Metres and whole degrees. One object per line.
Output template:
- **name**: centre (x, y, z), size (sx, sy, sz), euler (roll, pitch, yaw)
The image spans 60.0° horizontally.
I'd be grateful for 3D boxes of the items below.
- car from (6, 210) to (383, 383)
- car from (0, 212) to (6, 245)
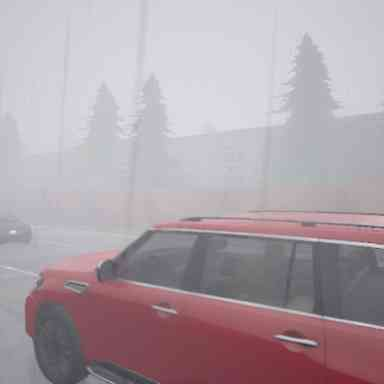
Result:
- **car**: centre (0.450, 1.228, 3.670), size (5.566, 2.045, 2.150), euler (0, 0, 36)
- **car**: centre (-8.881, 1.588, 14.649), size (4.181, 1.385, 1.994), euler (0, 0, 36)
